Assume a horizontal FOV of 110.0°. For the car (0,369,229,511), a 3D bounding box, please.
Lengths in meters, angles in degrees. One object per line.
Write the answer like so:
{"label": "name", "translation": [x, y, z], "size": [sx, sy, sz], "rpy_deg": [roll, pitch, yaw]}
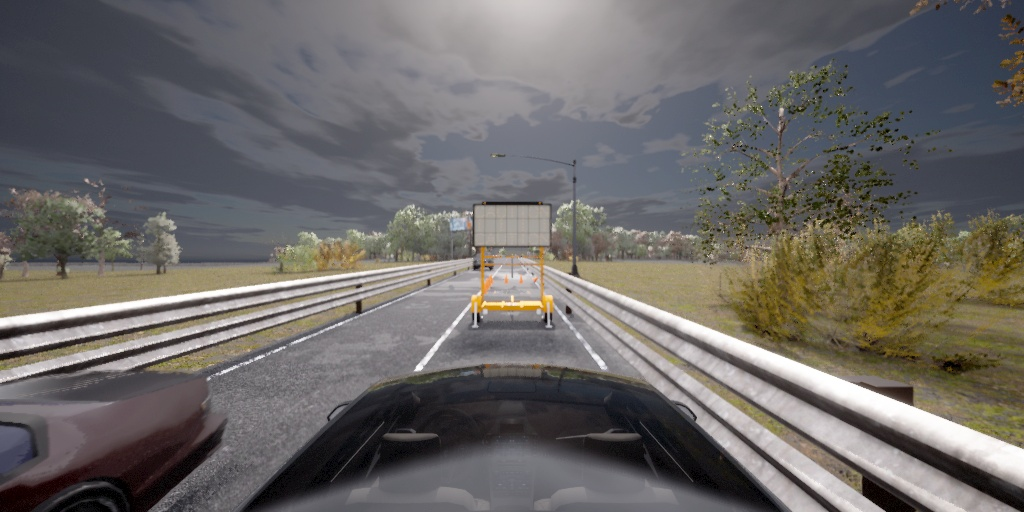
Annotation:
{"label": "car", "translation": [-3.350, 1.306, 0.649], "size": [2.033, 1.411, 5.357], "rpy_deg": [0, 0, 0]}

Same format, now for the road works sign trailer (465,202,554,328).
{"label": "road works sign trailer", "translation": [0.010, 0.137, 11.113], "size": [2.380, 3.560, 2.880], "rpy_deg": [0, 0, 0]}

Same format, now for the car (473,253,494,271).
{"label": "car", "translation": [-3.352, 0.636, 42.531], "size": [2.150, 2.045, 5.566], "rpy_deg": [0, 0, 0]}
